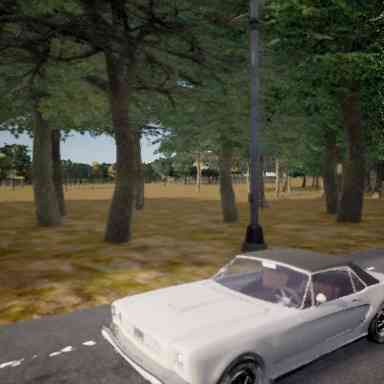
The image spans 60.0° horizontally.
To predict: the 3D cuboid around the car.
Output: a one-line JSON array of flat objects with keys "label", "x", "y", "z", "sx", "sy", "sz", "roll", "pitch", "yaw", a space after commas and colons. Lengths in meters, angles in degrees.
[{"label": "car", "x": 1.216, "y": 1.603, "z": 4.860, "sx": 4.718, "sy": 1.301, "sz": 1.895, "roll": 0, "pitch": 0, "yaw": -35}]
